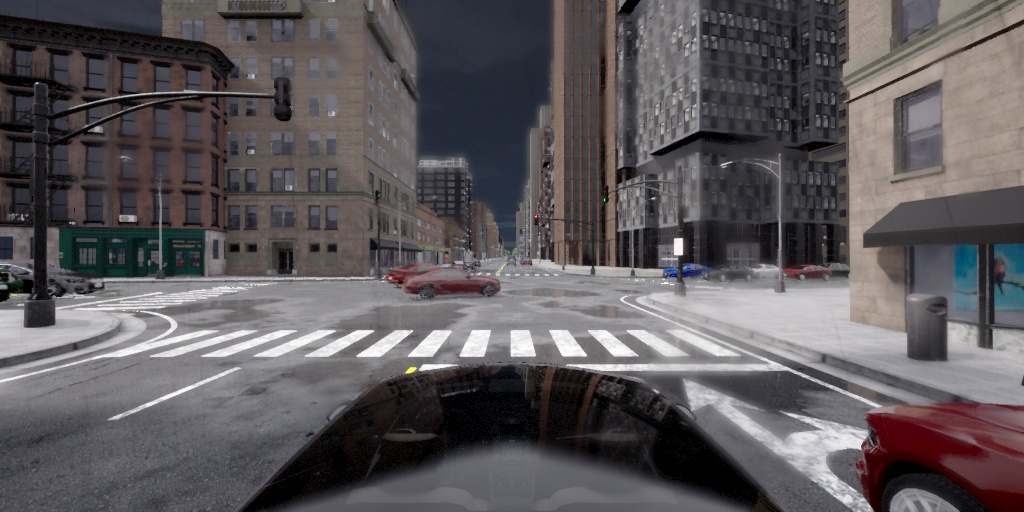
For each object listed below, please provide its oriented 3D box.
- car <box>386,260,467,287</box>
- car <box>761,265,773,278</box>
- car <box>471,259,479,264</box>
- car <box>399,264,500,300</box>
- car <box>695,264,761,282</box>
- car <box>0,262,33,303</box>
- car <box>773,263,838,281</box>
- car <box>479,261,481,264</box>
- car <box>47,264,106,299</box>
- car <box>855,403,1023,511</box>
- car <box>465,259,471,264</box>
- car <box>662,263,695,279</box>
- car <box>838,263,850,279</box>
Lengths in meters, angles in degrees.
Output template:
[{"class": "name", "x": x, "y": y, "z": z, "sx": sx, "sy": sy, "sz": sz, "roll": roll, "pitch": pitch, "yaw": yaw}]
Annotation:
[{"class": "car", "x": -5.641, "y": 1.220, "z": 23.393, "sx": 1.882, "sy": 1.535, "sz": 5.008, "roll": 0, "pitch": 0, "yaw": 43}, {"class": "car", "x": 26.014, "y": 1.639, "z": 37.360, "sx": 4.674, "sy": 1.442, "sz": 1.812, "roll": 1, "pitch": 0, "yaw": -15}, {"class": "car", "x": -6.676, "y": 1.252, "z": 54.688, "sx": 2.128, "sy": 1.511, "sz": 4.902, "roll": 0, "pitch": 0, "yaw": 0}, {"class": "car", "x": -2.877, "y": 1.281, "z": 17.408, "sx": 4.674, "sy": 1.442, "sz": 1.812, "roll": 0, "pitch": 0, "yaw": -19}, {"class": "car", "x": 19.283, "y": 1.514, "z": 32.048, "sx": 4.892, "sy": 1.490, "sz": 1.837, "roll": 1, "pitch": 0, "yaw": -17}, {"class": "car", "x": -20.341, "y": 0.703, "z": 11.671, "sx": 5.566, "sy": 2.045, "sz": 2.150, "roll": 1, "pitch": 0, "yaw": -17}, {"class": "car", "x": 28.334, "y": 1.593, "z": 34.618, "sx": 5.008, "sy": 1.535, "sz": 1.882, "roll": 1, "pitch": 0, "yaw": -15}, {"class": "car", "x": -6.664, "y": 1.325, "z": 64.650, "sx": 1.994, "sy": 1.385, "sz": 4.181, "roll": 0, "pitch": 0, "yaw": 0}, {"class": "car", "x": -20.537, "y": 0.996, "z": 15.030, "sx": 4.902, "sy": 1.511, "sz": 2.128, "roll": 1, "pitch": 0, "yaw": -18}, {"class": "car", "x": 3.352, "y": 1.228, "z": 0.423, "sx": 1.882, "sy": 1.535, "sz": 5.008, "roll": 0, "pitch": 0, "yaw": 0}, {"class": "car", "x": -6.666, "y": 1.284, "z": 44.727, "sx": 1.812, "sy": 1.442, "sz": 4.674, "roll": 0, "pitch": 0, "yaw": 0}, {"class": "car", "x": 17.031, "y": 1.486, "z": 34.791, "sx": 5.008, "sy": 1.535, "sz": 1.882, "roll": 1, "pitch": 0, "yaw": -16}, {"class": "car", "x": 35.023, "y": 1.570, "z": 39.641, "sx": 4.553, "sy": 1.767, "sz": 2.097, "roll": 1, "pitch": 0, "yaw": -13}]
